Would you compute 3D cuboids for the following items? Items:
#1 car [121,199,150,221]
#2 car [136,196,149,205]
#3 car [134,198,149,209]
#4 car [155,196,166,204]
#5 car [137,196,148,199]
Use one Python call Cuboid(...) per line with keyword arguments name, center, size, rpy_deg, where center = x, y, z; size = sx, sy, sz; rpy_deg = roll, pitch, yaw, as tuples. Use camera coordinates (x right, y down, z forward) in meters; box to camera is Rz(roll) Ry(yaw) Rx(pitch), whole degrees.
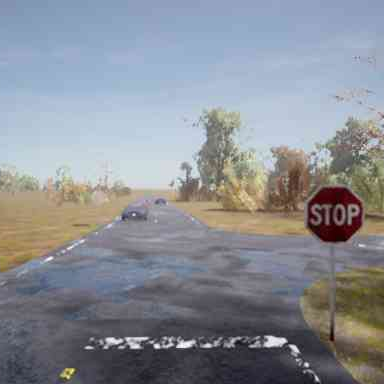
Cuboid(name="car", center=(-4.592, 1.544, 27.116), size=(1.994, 1.385, 4.181), rpy_deg=(0, 0, -6))
Cuboid(name="car", center=(-8.442, 1.445, 56.830), size=(2.128, 1.511, 4.902), rpy_deg=(0, 0, -8))
Cuboid(name="car", center=(-6.974, 1.527, 46.098), size=(1.994, 1.385, 4.181), rpy_deg=(0, 0, -8))
Cuboid(name="car", center=(-5.764, 1.476, 60.333), size=(1.812, 1.442, 4.674), rpy_deg=(0, 0, -8))
Cuboid(name="car", center=(-5.639, 1.498, 36.329), size=(1.812, 1.442, 4.674), rpy_deg=(0, 0, -8))
